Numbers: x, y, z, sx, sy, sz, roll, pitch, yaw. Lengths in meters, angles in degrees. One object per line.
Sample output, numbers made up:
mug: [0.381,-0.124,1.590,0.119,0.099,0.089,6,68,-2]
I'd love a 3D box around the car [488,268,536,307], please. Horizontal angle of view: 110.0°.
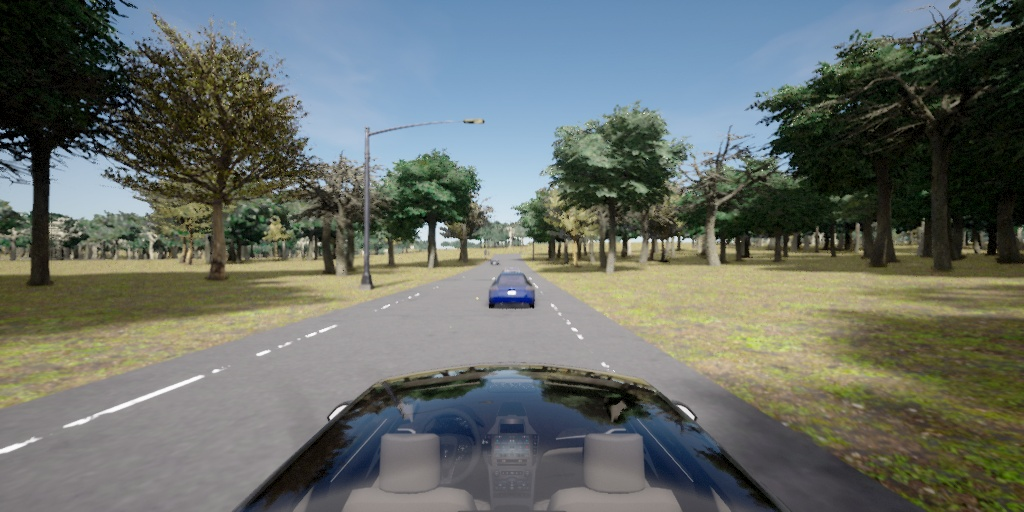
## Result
car: [0.004,1.436,16.190,1.994,1.385,4.181,0,0,0]
